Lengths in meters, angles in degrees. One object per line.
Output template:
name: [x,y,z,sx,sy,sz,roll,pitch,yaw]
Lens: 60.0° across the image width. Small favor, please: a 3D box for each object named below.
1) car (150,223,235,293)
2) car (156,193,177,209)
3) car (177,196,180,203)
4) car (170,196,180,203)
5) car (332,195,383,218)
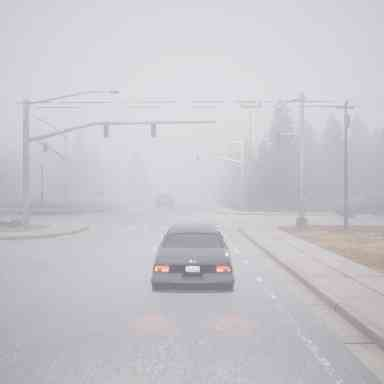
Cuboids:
car: [0.034,1.545,9.000,2.033,1.411,5.357,0,0,1]
car: [-3.677,1.221,45.653,2.150,2.045,5.566,0,0,0]
car: [-3.665,1.353,55.664,2.097,1.767,4.553,0,0,0]
car: [-3.462,1.525,69.268,1.812,1.442,4.674,0,0,1]
car: [15.547,1.248,29.646,5.566,2.045,2.150,0,0,1]
